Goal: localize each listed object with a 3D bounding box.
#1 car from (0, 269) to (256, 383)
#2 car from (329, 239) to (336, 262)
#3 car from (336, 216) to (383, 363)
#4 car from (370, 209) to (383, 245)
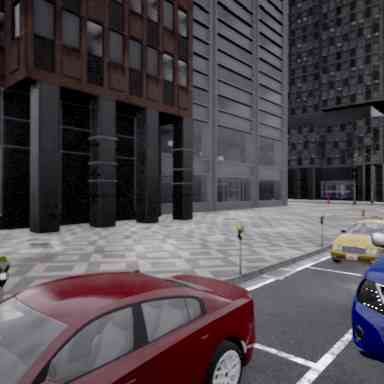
[{"bbox_3d":[-1.114,1.546,3.093,1.887,1.381,4.507,0,0,42],"label":"car"},{"bbox_3d":[6.125,1.525,11.217,1.752,1.417,4.829,0,0,42],"label":"car"},{"bbox_3d":[4.357,1.221,5.218,2.150,2.045,5.566,0,0,42],"label":"car"},{"bbox_3d":[9.913,1.544,15.470,1.887,1.381,4.507,0,0,42],"label":"car"}]
